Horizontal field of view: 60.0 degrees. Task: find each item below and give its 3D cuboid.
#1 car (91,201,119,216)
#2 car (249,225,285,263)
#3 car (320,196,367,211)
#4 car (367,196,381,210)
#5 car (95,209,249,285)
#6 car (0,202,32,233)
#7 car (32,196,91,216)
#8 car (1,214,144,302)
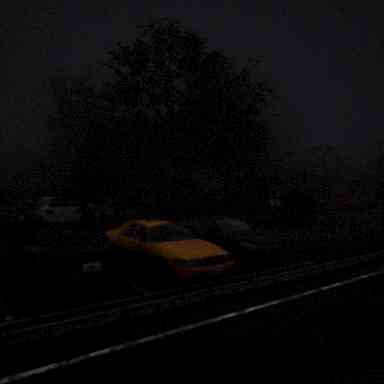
[{"bbox_3d":[-6.346,1.408,22.484,2.185,1.767,4.553,0,0,-35],"label":"car"},{"bbox_3d":[1.067,1.575,11.763,2.002,1.452,4.674,0,-1,-35],"label":"car"},{"bbox_3d":[17.375,1.209,38.886,2.185,1.767,4.553,0,0,-35],"label":"car"},{"bbox_3d":[19.567,1.330,40.461,2.097,1.535,5.008,0,0,-35],"label":"car"},{"bbox_3d":[-0.973,1.531,10.073,1.946,1.575,5.366,0,0,-35],"label":"car"},{"bbox_3d":[-11.030,1.407,19.243,2.185,1.767,4.553,0,0,-35],"label":"car"},{"bbox_3d":[-8.654,1.282,20.923,2.435,2.045,5.566,0,0,-35],"label":"car"},{"bbox_3d":[-3.368,1.563,8.639,2.163,1.488,4.792,0,0,-35],"label":"car"}]
